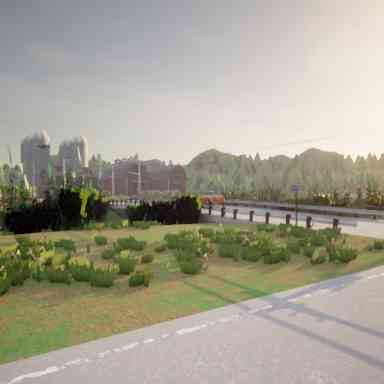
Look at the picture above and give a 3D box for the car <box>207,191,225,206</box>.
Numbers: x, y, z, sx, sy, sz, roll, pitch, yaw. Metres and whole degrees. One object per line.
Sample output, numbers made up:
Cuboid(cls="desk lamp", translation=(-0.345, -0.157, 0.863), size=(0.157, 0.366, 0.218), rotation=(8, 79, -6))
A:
Cuboid(cls="car", translation=(1.661, 0.650, 37.814), size=(2.097, 1.767, 4.553), rotation=(0, 1, -33))
